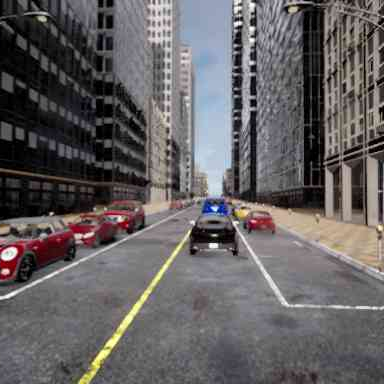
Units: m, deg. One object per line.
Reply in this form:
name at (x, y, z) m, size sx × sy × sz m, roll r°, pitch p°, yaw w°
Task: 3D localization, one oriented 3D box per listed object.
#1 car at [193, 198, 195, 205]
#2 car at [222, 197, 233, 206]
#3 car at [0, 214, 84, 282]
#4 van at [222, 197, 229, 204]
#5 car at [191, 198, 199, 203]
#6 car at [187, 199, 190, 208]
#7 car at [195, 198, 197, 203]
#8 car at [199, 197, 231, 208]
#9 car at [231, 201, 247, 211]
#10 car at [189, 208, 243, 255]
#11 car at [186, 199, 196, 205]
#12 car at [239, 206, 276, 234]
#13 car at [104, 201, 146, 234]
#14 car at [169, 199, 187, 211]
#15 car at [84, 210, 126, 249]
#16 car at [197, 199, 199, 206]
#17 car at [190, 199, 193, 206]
car at (-1.072, 2.174, 65.442) m, size 2.008 × 1.369 × 4.403 m, roll 1°, pitch 0°, yaw 4°
car at (8.096, 2.075, 76.049) m, size 2.192 × 1.841 × 5.009 m, roll 1°, pitch 0°, yaw 4°
car at (-5.056, 1.516, 9.836) m, size 1.967 × 1.590 × 4.097 m, roll 1°, pitch 0°, yaw 4°
van at (9.292, 2.267, 92.736) m, size 1.690 × 1.788 × 3.998 m, roll 1°, pitch 0°, yaw 4°
car at (0.922, 2.450, 93.244) m, size 2.008 × 1.369 × 4.403 m, roll 1°, pitch 0°, yaw 4°
car at (-1.869, 2.064, 54.320) m, size 2.008 × 1.369 × 4.403 m, roll 1°, pitch 0°, yaw 4°
car at (-0.673, 2.244, 71.002) m, size 1.947 × 1.339 × 4.313 m, roll 1°, pitch 0°, yaw 4°
car at (1.991, 1.500, 28.765) m, size 2.150 × 2.045 × 5.566 m, roll 0°, pitch 0°, yaw 4°
car at (4.913, 1.848, 31.715) m, size 1.752 × 1.417 × 4.829 m, roll 1°, pitch 0°, yaw 4°
car at (0.941, 1.647, 14.076) m, size 1.837 × 1.490 × 4.892 m, roll 0°, pitch 0°, yaw 4°
car at (-0.274, 2.278, 76.563) m, size 1.887 × 1.381 × 4.507 m, roll 1°, pitch 0°, yaw 4°
car at (4.100, 1.794, 20.418) m, size 1.802 × 1.307 × 4.206 m, roll 1°, pitch 0°, yaw 4°
car at (-4.256, 1.500, 20.959) m, size 2.192 × 1.841 × 5.009 m, roll 1°, pitch 0°, yaw 4°
car at (-2.268, 2.003, 48.760) m, size 1.887 × 1.381 × 4.507 m, roll 1°, pitch 0°, yaw 4°
car at (-4.661, 1.712, 15.396) m, size 1.802 × 1.307 × 4.206 m, roll 1°, pitch 0°, yaw 4°
car at (2.100, 2.248, 72.260) m, size 1.994 × 1.385 × 4.181 m, roll 0°, pitch -1°, yaw 4°
car at (-1.470, 2.113, 59.881) m, size 1.887 × 1.381 × 4.507 m, roll 1°, pitch 0°, yaw 4°
